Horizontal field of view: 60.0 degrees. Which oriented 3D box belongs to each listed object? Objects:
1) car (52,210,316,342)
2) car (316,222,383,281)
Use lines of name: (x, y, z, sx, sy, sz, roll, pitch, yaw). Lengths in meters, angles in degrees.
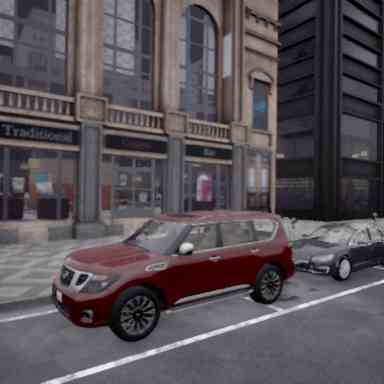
car: (-0.039, 1.343, 6.716, 5.009, 1.841, 2.192, 1, 0, -35)
car: (4.543, 1.620, 9.974, 4.403, 1.369, 2.008, 1, 0, -35)
